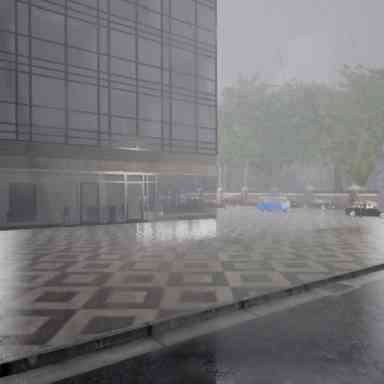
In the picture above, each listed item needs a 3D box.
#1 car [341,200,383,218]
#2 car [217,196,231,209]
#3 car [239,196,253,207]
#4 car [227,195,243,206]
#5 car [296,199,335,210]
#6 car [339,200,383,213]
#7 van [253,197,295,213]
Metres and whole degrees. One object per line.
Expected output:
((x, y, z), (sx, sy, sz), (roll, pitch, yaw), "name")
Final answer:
((15.730, 1.593, 29.165), (2.008, 1.369, 4.403), (-1, 0, -35), "car")
((2.985, 1.685, 47.222), (1.887, 1.381, 4.507), (-1, 0, -35), "car")
((9.944, 1.655, 52.148), (1.802, 1.307, 4.206), (-1, 0, -35), "car")
((6.756, 1.400, 56.661), (2.192, 1.841, 5.009), (-1, 0, -35), "car")
((16.317, 1.584, 43.119), (2.008, 1.369, 4.403), (-1, 0, -35), "car")
((19.503, 1.588, 38.605), (1.802, 1.307, 4.206), (-1, 0, -35), "car")
((9.355, 1.441, 38.193), (1.690, 1.788, 3.998), (-1, 0, -35), "van")
